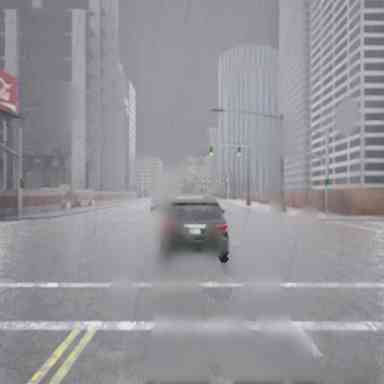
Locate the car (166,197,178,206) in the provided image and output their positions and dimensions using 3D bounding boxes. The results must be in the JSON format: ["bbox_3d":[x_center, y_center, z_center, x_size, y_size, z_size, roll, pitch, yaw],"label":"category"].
[{"bbox_3d":[-3.517,1.637,58.722,1.837,1.490,4.892,0,0,0],"label":"car"}]

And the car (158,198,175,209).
[{"bbox_3d":[-3.579,1.657,48.417,2.033,1.411,5.357,0,0,0],"label":"car"}]

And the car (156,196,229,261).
[{"bbox_3d":[0.095,1.252,12.457,2.150,2.045,5.566,0,0,0],"label":"car"}]

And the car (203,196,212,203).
[{"bbox_3d":[3.478,1.673,77.089,1.837,1.490,4.892,0,0,0],"label":"car"}]

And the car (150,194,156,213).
[{"bbox_3d":[-3.603,1.440,38.795,2.097,1.767,4.553,0,0,0],"label":"car"}]
